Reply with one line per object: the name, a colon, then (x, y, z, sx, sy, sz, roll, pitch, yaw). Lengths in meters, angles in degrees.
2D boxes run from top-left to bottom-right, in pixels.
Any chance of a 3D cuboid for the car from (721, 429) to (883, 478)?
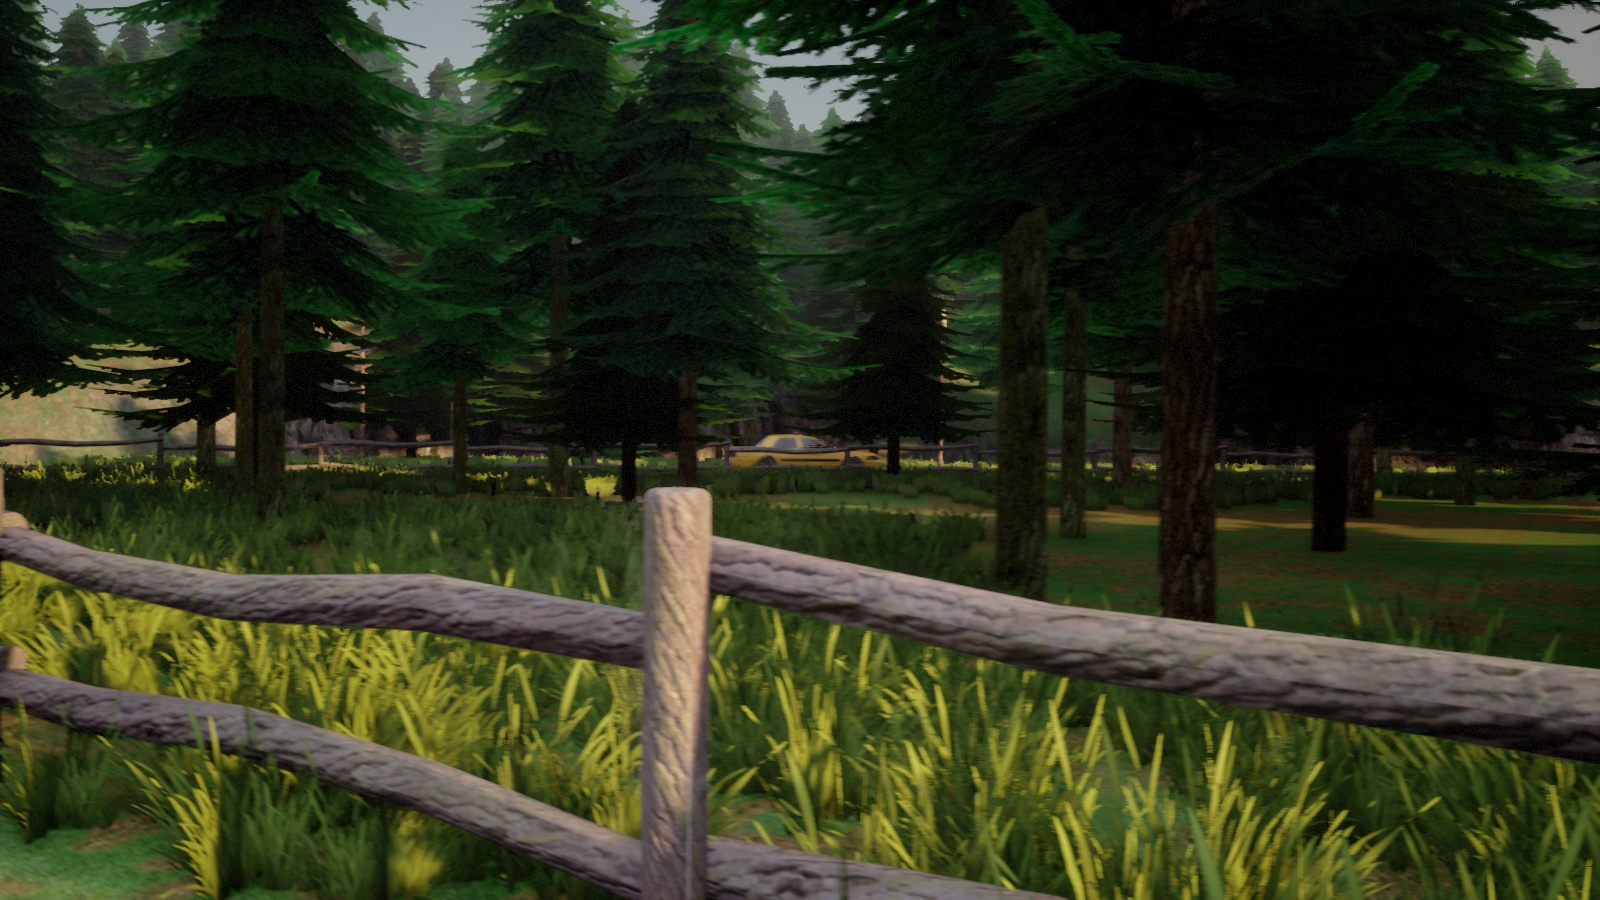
car: (0.039, 0.113, 42.865, 5.366, 1.575, 1.801, -1, 1, -5)
